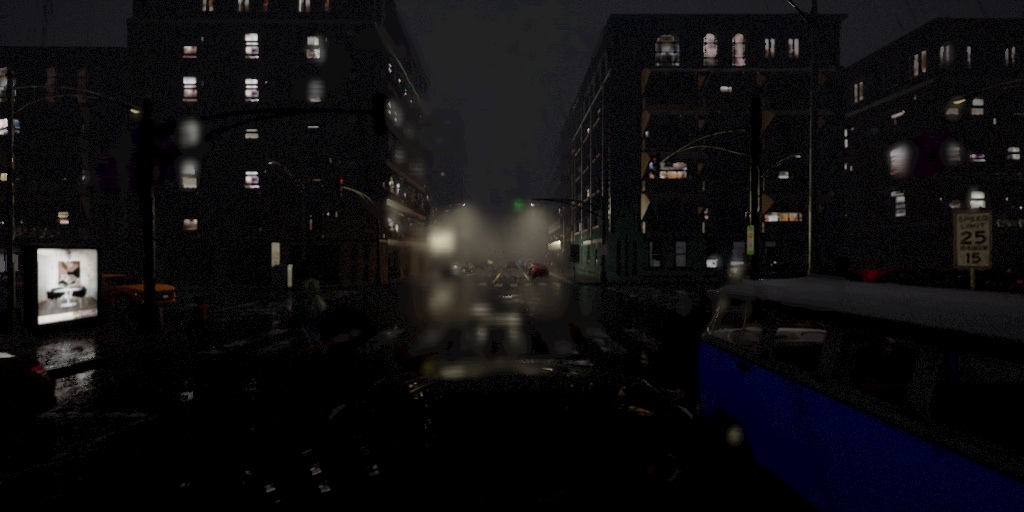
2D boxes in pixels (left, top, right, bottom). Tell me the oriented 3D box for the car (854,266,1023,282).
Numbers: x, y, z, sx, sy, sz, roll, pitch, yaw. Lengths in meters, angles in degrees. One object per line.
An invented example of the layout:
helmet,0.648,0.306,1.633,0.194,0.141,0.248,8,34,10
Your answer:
car,15.797,1.149,13.223,4.313,1.339,1.948,0,0,0

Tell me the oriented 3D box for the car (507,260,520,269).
car,0.021,1.570,63.907,1.812,1.442,4.674,0,0,0

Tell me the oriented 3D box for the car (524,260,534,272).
car,2.702,1.491,39.970,1.948,1.339,4.313,0,0,0

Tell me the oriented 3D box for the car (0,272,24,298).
car,-30.254,1.660,21.416,4.097,1.591,1.967,0,0,0

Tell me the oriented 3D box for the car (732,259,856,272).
car,14.805,1.082,19.006,4.892,1.490,1.837,-1,0,0

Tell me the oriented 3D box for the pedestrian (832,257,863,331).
pedestrian,6.043,0.912,6.572,0.375,1.860,0.375,0,0,0

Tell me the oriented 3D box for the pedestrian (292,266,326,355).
pedestrian,-4.084,1.068,7.220,0.375,1.860,0.375,0,0,0

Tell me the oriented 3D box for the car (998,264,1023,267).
car,21.367,1.085,13.261,4.207,1.307,1.802,0,0,0

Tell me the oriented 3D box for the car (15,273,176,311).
car,-17.618,1.535,15.577,5.008,1.535,1.882,-1,0,-2

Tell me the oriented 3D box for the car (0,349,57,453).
car,-5.692,1.333,2.057,1.802,1.307,4.207,0,0,0

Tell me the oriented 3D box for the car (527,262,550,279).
car,2.700,1.480,34.447,1.802,1.307,4.207,0,0,0

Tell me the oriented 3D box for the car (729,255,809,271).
car,15.779,0.870,21.603,5.009,1.841,2.192,0,0,0

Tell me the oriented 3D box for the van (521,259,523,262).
van,2.708,1.348,56.540,1.690,1.789,3.998,0,0,0

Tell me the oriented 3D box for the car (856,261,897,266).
car,21.350,1.020,21.642,4.507,1.381,1.888,0,0,0

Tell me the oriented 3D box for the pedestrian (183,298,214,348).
pedestrian,-6.776,1.071,7.818,0.375,1.860,0.375,0,0,0

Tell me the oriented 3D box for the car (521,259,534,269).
car,2.706,1.524,51.017,1.888,1.381,4.507,0,0,0

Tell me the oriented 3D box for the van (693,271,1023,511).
van,2.689,1.092,2.053,1.690,1.789,3.998,0,0,0

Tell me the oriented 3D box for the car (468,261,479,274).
car,-5.677,1.518,45.509,1.948,1.339,4.313,0,0,0

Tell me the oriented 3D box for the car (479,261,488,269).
car,-5.671,1.580,62.079,1.888,1.381,4.507,0,0,0

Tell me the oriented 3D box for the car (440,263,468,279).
car,-5.681,1.464,34.462,1.948,1.339,4.313,0,0,0

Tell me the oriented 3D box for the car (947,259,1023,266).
car,25.046,0.908,19.075,5.008,1.535,1.882,-1,0,0
